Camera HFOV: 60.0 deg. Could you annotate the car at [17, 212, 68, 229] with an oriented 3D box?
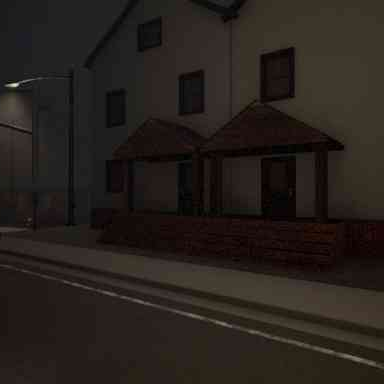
[{"bbox_3d":[-13.924,2.711,31.528,2.097,1.767,4.553,0,-9,36],"label":"car"}]
